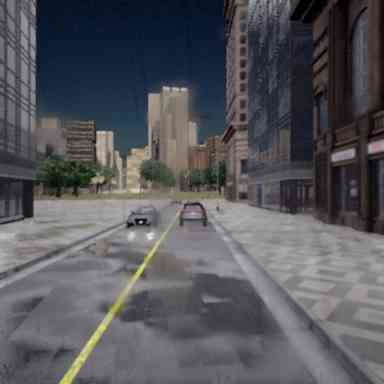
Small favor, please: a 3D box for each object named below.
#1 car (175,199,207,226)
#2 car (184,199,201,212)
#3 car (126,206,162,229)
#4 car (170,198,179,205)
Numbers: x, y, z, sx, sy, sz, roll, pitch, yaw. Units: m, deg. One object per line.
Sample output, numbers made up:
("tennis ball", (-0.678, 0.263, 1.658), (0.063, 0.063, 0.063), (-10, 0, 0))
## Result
("car", (0.081, 1.532, 24.555), (2.033, 1.649, 4.856), (0, -1, 0))
("car", (0.067, 1.670, 42.584), (2.128, 1.511, 4.902), (0, 0, 0))
("car", (-3.115, 1.658, 22.256), (1.994, 1.385, 4.181), (0, 0, 0))
("car", (-3.067, 1.817, 64.052), (1.994, 1.385, 4.181), (0, 0, 1))
